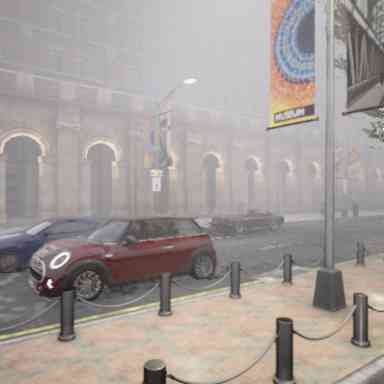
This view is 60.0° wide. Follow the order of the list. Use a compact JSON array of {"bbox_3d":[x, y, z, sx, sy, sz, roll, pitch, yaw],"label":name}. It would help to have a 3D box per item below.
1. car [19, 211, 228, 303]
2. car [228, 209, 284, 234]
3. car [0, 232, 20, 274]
[{"bbox_3d":[-1.582,1.376,8.400,4.553,1.767,2.097,0,0,-36],"label":"car"},{"bbox_3d":[3.392,1.692,20.199,4.718,1.301,1.895,0,0,-36],"label":"car"},{"bbox_3d":[-4.296,1.544,10.757,4.674,1.442,1.812,0,0,-36],"label":"car"}]
